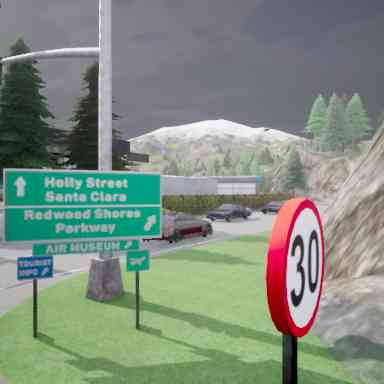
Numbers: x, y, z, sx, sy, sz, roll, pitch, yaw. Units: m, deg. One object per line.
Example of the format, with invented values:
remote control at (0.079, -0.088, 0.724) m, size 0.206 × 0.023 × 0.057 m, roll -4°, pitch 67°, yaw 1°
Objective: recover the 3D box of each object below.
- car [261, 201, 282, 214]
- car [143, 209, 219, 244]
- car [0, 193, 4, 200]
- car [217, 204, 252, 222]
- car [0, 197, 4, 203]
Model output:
car at (9.672, 1.739, 37.694) m, size 2.033 × 1.411 × 5.357 m, roll 0°, pitch 0°, yaw 36°
car at (-0.695, 1.755, 17.177) m, size 1.994 × 1.385 × 4.181 m, roll 0°, pitch 0°, yaw 36°
car at (-38.544, 1.488, 69.976) m, size 4.514 × 1.523 × 2.007 m, roll 0°, pitch 0°, yaw 35°
car at (3.385, 1.739, 29.078) m, size 2.033 × 1.411 × 5.357 m, roll 0°, pitch 0°, yaw 36°
car at (-12.342, 1.504, 26.034) m, size 1.905 × 1.878 × 3.866 m, roll 0°, pitch 0°, yaw 35°
